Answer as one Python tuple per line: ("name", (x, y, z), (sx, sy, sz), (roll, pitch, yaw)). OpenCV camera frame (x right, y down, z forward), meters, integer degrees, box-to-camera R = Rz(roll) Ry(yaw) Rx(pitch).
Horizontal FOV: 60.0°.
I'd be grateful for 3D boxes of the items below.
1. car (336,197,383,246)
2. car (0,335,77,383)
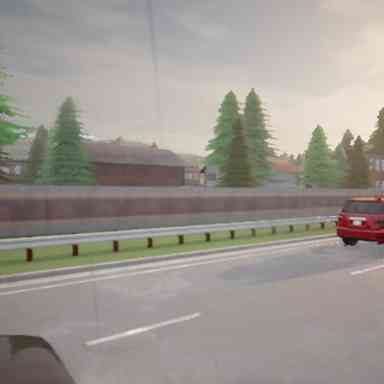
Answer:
("car", (8.370, 1.241, 14.021), (5.566, 2.045, 2.150), (0, 0, -36))
("car", (-3.222, 1.545, 1.448), (5.357, 1.411, 2.033), (0, 0, -36))
